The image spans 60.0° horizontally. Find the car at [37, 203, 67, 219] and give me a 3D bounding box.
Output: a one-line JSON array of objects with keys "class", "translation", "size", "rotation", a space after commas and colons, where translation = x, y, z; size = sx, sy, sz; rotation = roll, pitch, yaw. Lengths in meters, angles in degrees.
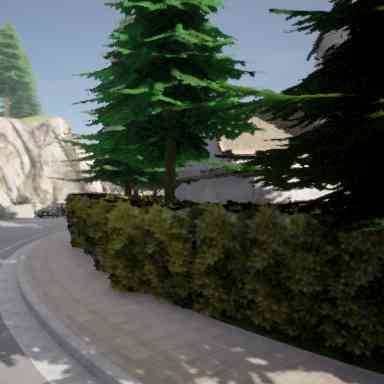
[{"class": "car", "translation": [-12.563, 1.736, 31.097], "size": [1.994, 1.385, 4.181], "rotation": [0, 0, 10]}]
